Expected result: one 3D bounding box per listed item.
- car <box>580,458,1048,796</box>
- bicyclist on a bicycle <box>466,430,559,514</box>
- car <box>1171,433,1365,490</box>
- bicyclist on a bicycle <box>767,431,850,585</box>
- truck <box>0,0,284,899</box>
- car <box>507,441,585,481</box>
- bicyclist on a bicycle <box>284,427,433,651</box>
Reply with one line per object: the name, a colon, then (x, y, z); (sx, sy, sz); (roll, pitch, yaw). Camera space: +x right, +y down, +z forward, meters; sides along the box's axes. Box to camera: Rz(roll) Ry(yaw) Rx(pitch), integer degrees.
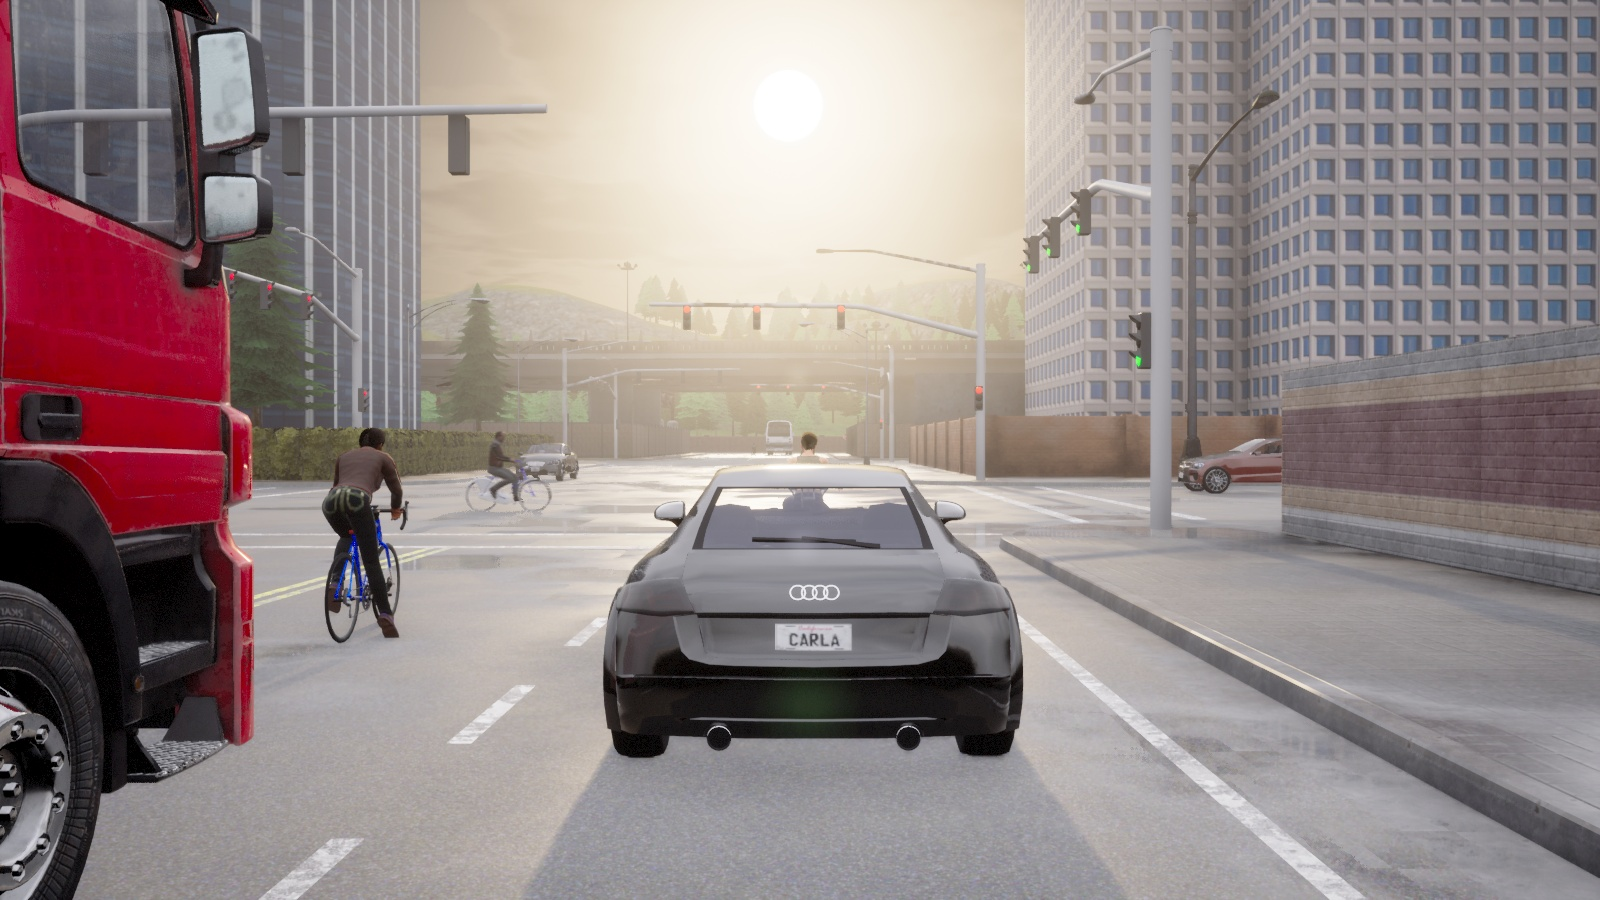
car: (0.060, 0.768, 7.443); (1.994, 1.385, 4.181); (0, 0, 0)
bicyclist on a bicycle: (-6.185, 0.459, 27.033); (1.843, 1.776, 0.659); (0, 0, -1)
car: (13.928, 0.324, 37.603); (5.027, 1.651, 2.152); (0, 0, 1)
bicyclist on a bicycle: (0.093, 0.604, 13.963); (0.866, 1.612, 1.509); (0, 0, 0)
truck: (-3.478, -0.243, 0.926); (2.891, 3.462, 7.936); (0, 0, 0)
car: (-10.185, 0.408, 50.752); (2.128, 1.511, 4.902); (0, 0, 0)
bicyclist on a bicycle: (-3.426, 0.641, 9.893); (0.582, 1.620, 1.656); (0, 0, 0)
